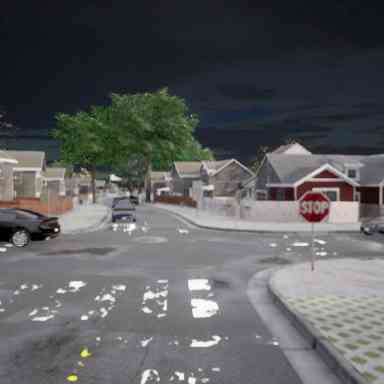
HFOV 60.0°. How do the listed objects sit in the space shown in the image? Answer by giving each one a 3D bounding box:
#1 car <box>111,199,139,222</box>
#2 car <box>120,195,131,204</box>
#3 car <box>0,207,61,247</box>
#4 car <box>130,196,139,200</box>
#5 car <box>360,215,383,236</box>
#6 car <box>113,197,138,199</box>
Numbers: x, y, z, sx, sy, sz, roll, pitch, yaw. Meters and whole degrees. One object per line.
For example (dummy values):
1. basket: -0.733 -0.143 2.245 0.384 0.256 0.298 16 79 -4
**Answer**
1. car: -5.397 1.552 26.735 2.033 1.411 5.357 0 0 -10
2. car: -13.252 1.467 66.039 1.882 1.535 5.008 0 0 -16
3. car: -8.191 1.390 13.995 5.008 1.535 1.882 1 0 0
4. car: -10.161 1.492 56.410 1.837 1.490 4.892 0 0 -18
5. car: 11.111 1.643 17.250 4.674 1.442 1.812 1 1 -12
6. car: -7.557 1.553 37.149 2.033 1.411 5.357 0 0 -14
